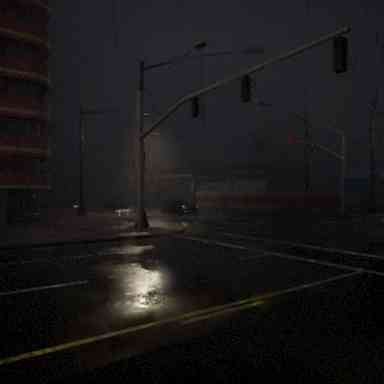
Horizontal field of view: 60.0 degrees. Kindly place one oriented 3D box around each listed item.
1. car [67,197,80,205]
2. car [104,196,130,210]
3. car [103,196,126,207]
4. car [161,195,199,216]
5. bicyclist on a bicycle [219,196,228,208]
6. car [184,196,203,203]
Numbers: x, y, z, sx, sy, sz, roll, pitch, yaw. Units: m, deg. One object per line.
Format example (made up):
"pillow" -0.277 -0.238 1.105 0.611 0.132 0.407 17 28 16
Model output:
"car" -21.915 1.700 62.076 2.128 1.511 4.902 0 0 -37
"car" -10.726 1.703 46.871 2.033 1.411 5.357 0 0 -37
"car" -13.121 1.508 56.117 2.097 1.767 4.553 0 0 -37
"car" -1.258 1.490 34.133 2.097 1.767 4.553 0 0 -37
"bicyclist on a bicycle" 4.243 1.415 45.141 1.656 1.620 0.582 0 0 -37
"car" 0.367 1.559 73.071 3.806 1.475 1.970 0 0 -35
